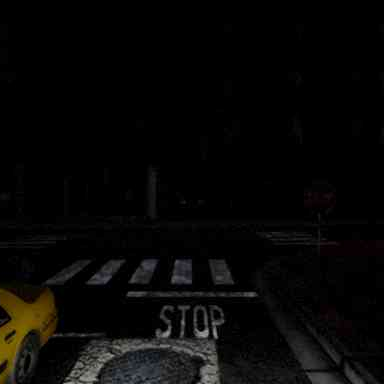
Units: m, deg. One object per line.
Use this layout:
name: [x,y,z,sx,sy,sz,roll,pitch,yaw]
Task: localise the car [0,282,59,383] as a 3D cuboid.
car: [-2.620,1.493,2.517,1.752,1.417,4.829,1,1,0]
